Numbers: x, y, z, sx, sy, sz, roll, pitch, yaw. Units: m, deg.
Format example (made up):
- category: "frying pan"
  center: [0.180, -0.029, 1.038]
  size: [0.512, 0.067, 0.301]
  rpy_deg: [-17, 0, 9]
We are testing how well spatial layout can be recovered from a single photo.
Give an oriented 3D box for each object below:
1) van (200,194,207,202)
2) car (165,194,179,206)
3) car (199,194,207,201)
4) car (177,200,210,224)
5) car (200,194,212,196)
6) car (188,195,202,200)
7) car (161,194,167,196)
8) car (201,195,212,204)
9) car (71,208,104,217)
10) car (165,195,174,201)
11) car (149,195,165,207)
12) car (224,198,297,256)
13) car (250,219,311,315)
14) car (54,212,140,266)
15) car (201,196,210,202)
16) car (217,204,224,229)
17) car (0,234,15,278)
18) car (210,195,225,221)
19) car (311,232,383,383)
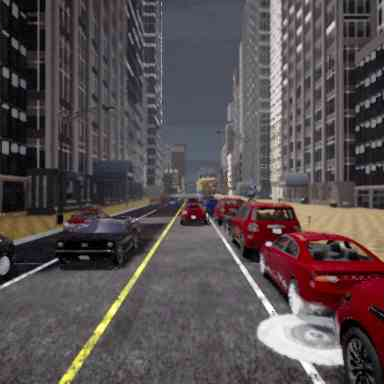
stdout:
- category: "van"
  center: [2.706, 1.352, 79.424]
  size: [1.690, 1.788, 3.998]
  rpy_deg: [0, 0, 0]
- category: "car"
  center: [-3.046, 1.535, 54.440]
  size: [1.812, 1.442, 4.674]
  rpy_deg: [0, 0, 0]
- category: "car"
  center: [2.706, 1.452, 84.964]
  size: [1.967, 1.590, 4.097]
  rpy_deg: [0, 0, 0]
- category: "car"
  center: [0.103, 1.531, 24.545]
  size: [1.812, 1.442, 4.674]
  rpy_deg: [0, 0, 0]
- category: "car"
  center: [2.703, 1.325, 57.267]
  size: [2.192, 1.841, 5.009]
  rpy_deg: [0, 0, 0]
- category: "car"
  center: [0.106, 1.513, 45.759]
  size: [1.837, 1.490, 4.892]
  rpy_deg: [0, 0, 0]
- category: "car"
  center: [-5.676, 1.326, 68.347]
  size: [2.192, 1.841, 5.009]
  rpy_deg: [0, 0, 0]
- category: "car"
  center: [2.703, 1.450, 62.806]
  size: [1.967, 1.590, 4.097]
  rpy_deg: [0, 0, 0]
- category: "car"
  center: [-5.684, 1.587, 18.493]
  size: [1.802, 1.307, 4.206]
  rpy_deg: [0, 0, 0]
- category: "car"
  center: [-5.674, 1.557, 84.965]
  size: [1.887, 1.381, 4.507]
  rpy_deg: [0, 0, 0]
- category: "car"
  center: [-5.679, 1.592, 51.729]
  size: [1.802, 1.307, 4.206]
  rpy_deg: [0, 0, 0]
- category: "car"
  center: [2.696, 1.318, 12.953]
  size: [2.192, 1.841, 5.009]
  rpy_deg: [0, 0, 0]
- category: "car"
  center: [2.695, 1.546, 7.413]
  size: [1.887, 1.381, 4.507]
  rpy_deg: [0, 0, 0]
- category: "car"
  center: [-3.099, 1.604, 11.799]
  size: [1.895, 1.301, 4.718]
  rpy_deg: [0, 0, 0]
- category: "car"
  center: [2.366, 1.485, 37.052]
  size: [1.882, 1.535, 5.008]
  rpy_deg: [0, 0, 0]
- category: "car"
  center: [2.697, 1.570, 18.492]
  size: [1.947, 1.339, 4.313]
  rpy_deg: [0, 0, 0]
- category: "car"
  center: [-5.686, 1.553, 7.413]
  size: [2.008, 1.369, 4.403]
  rpy_deg: [0, 0, 0]
- category: "car"
  center: [2.699, 1.320, 24.032]
  size: [2.192, 1.841, 5.009]
  rpy_deg: [0, 0, 0]
- category: "car"
  center: [2.695, 1.315, 1.874]
  size: [2.192, 1.841, 5.009]
  rpy_deg: [0, 0, 0]
